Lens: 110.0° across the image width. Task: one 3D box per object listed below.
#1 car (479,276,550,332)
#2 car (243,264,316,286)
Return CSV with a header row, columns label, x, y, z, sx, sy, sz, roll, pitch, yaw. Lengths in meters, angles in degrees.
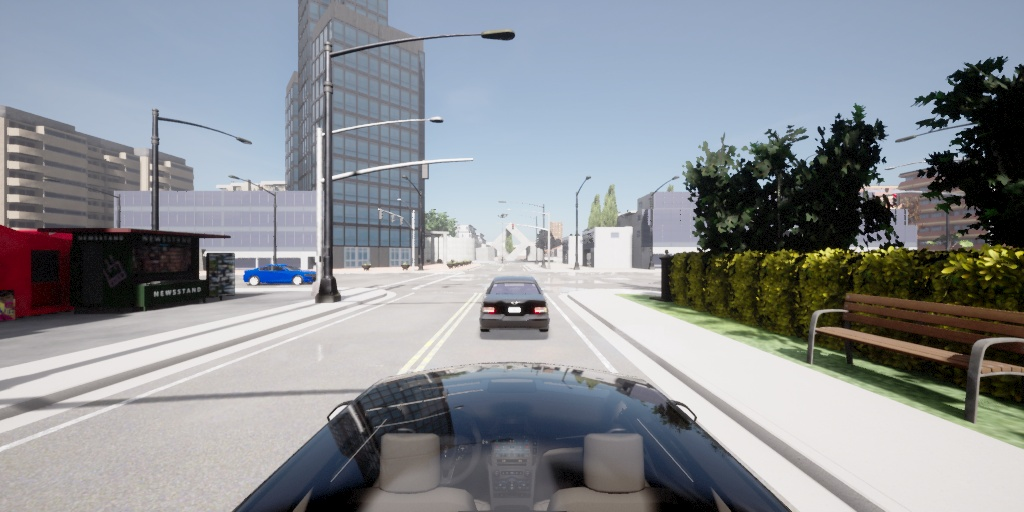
label,x,y,z,sx,sy,sz,roll,pitch,yaw
car,0.069,1.297,10.829,2.033,1.411,5.357,0,0,0
car,-16.778,1.336,26.238,5.008,1.535,1.882,-1,0,0
